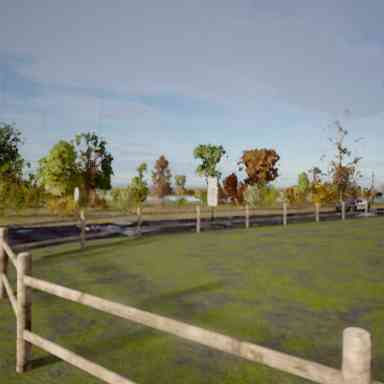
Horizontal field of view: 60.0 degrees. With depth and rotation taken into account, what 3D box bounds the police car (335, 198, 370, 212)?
[{"bbox_3d":[17.996,1.446,37.475,4.974,1.542,2.038,0,1,-37],"label":"police car"}]
